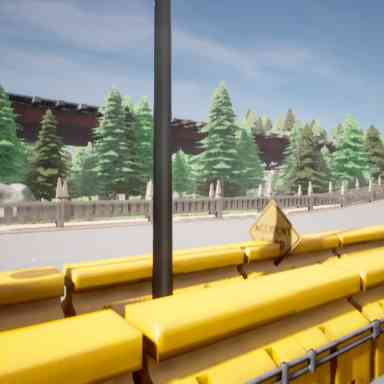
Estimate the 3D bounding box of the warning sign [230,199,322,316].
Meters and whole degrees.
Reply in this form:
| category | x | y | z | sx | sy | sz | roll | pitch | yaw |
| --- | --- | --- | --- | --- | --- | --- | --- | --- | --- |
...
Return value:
| category | x | y | z | sx | sy | sz | roll | pitch | yaw |
| --- | --- | --- | --- | --- | --- | --- | --- | --- | --- |
| warning sign | 1.547 | 1.087 | 6.262 | 1.060 | 1.860 | 1.300 | 0 | 0 | -36 |
